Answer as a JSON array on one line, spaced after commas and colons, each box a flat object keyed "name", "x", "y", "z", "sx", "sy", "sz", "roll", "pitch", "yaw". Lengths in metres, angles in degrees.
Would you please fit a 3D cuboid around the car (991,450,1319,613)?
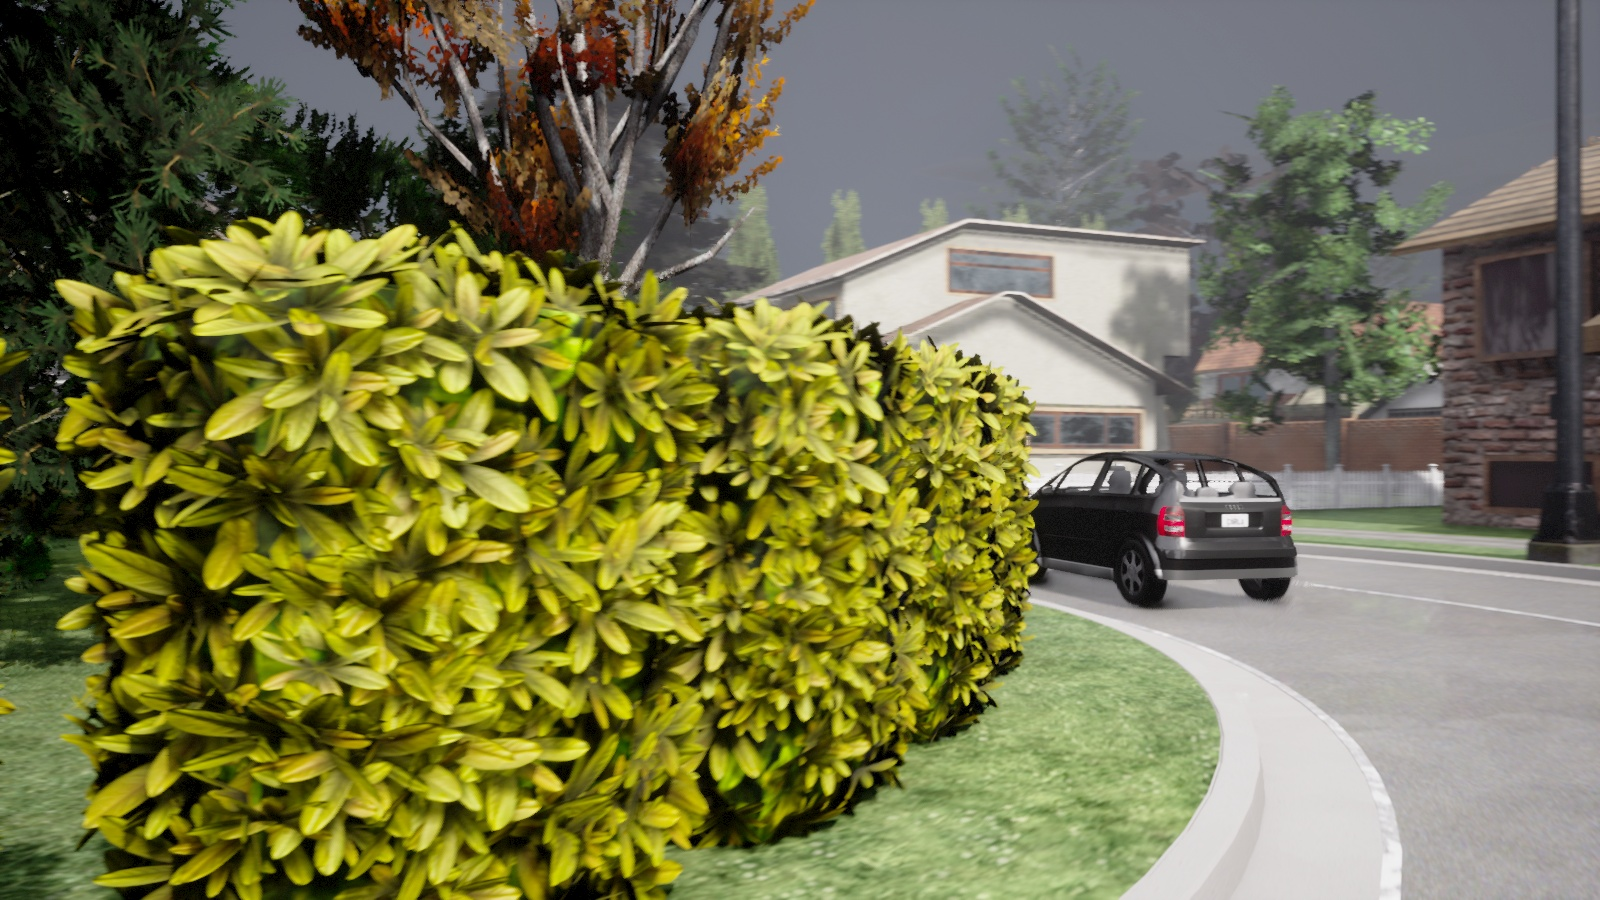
[{"name": "car", "x": 3.732, "y": 0.782, "z": 13.904, "sx": 1.789, "sy": 1.549, "sz": 3.705, "roll": 0, "pitch": 0, "yaw": -16}]
